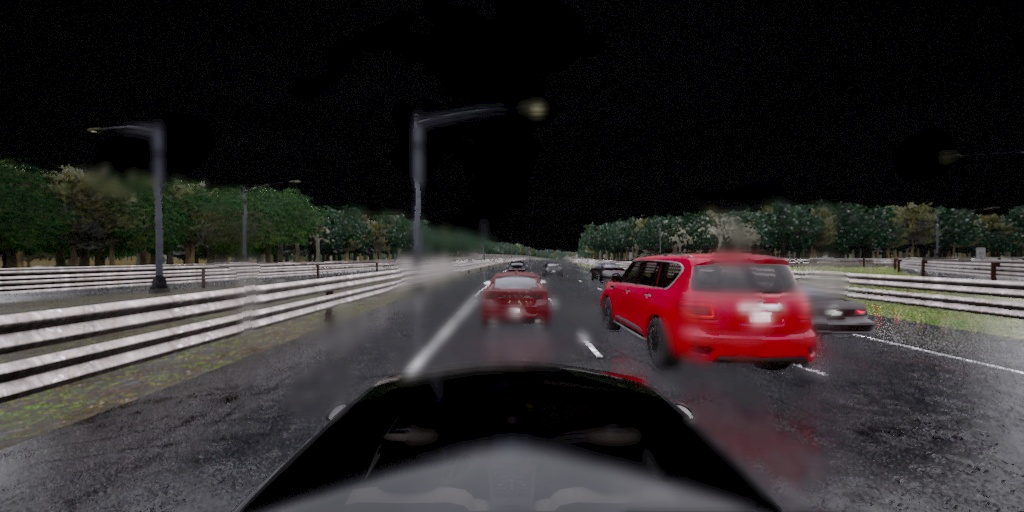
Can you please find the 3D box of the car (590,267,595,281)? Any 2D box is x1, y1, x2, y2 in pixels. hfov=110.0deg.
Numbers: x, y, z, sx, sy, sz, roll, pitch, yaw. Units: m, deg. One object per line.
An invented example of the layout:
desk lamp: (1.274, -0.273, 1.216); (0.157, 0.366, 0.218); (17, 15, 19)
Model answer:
car: (7.346, 1.277, 27.938); (2.128, 1.511, 4.902); (0, 0, 1)

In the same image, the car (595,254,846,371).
car: (3.607, 0.980, 7.847); (2.150, 2.045, 5.566); (0, 0, 0)

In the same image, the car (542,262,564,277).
car: (4.030, 1.322, 35.600); (1.812, 1.442, 4.674); (0, 0, 2)

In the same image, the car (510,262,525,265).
car: (0.541, 1.303, 36.047); (1.837, 1.490, 4.892); (0, 0, 2)

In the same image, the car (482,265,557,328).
car: (0.125, 1.239, 11.530); (1.882, 1.535, 5.008); (0, 0, 0)

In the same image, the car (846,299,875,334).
car: (7.113, 1.308, 10.399); (2.033, 1.411, 5.357); (0, 0, 0)
